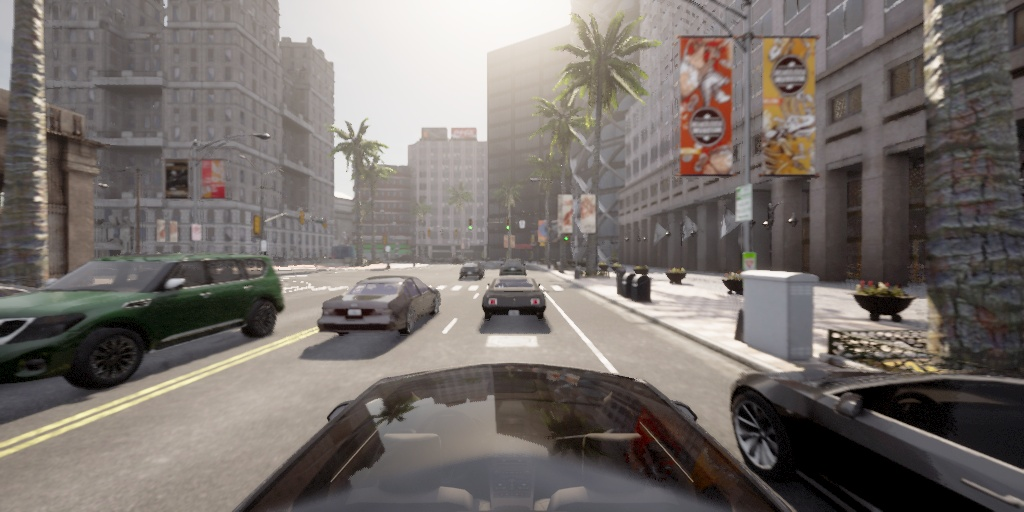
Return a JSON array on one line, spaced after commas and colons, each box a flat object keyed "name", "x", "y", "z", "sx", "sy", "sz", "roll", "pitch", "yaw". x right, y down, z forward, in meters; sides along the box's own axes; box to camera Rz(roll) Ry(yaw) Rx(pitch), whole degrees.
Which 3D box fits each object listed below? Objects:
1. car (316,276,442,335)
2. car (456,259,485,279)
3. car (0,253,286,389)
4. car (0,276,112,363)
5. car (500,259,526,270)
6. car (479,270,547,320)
[{"name": "car", "x": -3.439, "y": 1.276, "z": 10.379, "sx": 2.033, "sy": 1.411, "sz": 5.357, "roll": 0, "pitch": 0, "yaw": 0}, {"name": "car", "x": -3.428, "y": 1.201, "z": 31.399, "sx": 1.812, "sy": 1.442, "sz": 4.674, "roll": 0, "pitch": 0, "yaw": 0}, {"name": "car", "x": -7.085, "y": 0.957, "z": 7.205, "sx": 2.150, "sy": 2.045, "sz": 5.566, "roll": 0, "pitch": 0, "yaw": 0}, {"name": "car", "x": -10.587, "y": 1.231, "z": 6.077, "sx": 2.128, "sy": 1.511, "sz": 4.902, "roll": 0, "pitch": 0, "yaw": 0}, {"name": "car", "x": 0.075, "y": 1.031, "z": 30.169, "sx": 2.097, "sy": 1.767, "sz": 4.553, "roll": 0, "pitch": 0, "yaw": 0}, {"name": "car", "x": 0.070, "y": 1.324, "z": 12.396, "sx": 1.895, "sy": 1.301, "sz": 4.718, "roll": 0, "pitch": 0, "yaw": 0}]
